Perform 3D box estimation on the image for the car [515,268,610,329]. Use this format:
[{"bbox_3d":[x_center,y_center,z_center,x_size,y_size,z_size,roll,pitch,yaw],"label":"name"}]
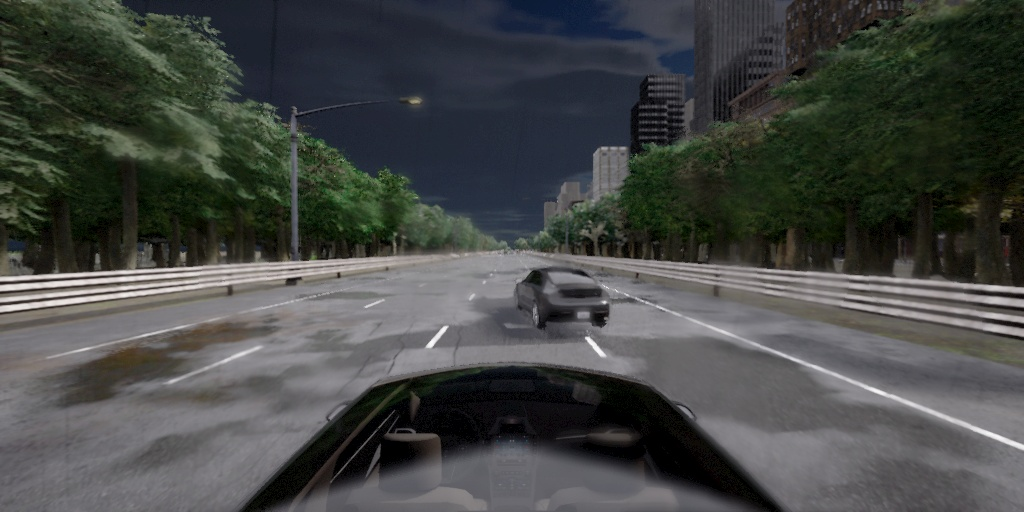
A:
[{"bbox_3d":[1.297,1.091,10.830,1.837,1.490,4.892,0,1,-9],"label":"car"}]
